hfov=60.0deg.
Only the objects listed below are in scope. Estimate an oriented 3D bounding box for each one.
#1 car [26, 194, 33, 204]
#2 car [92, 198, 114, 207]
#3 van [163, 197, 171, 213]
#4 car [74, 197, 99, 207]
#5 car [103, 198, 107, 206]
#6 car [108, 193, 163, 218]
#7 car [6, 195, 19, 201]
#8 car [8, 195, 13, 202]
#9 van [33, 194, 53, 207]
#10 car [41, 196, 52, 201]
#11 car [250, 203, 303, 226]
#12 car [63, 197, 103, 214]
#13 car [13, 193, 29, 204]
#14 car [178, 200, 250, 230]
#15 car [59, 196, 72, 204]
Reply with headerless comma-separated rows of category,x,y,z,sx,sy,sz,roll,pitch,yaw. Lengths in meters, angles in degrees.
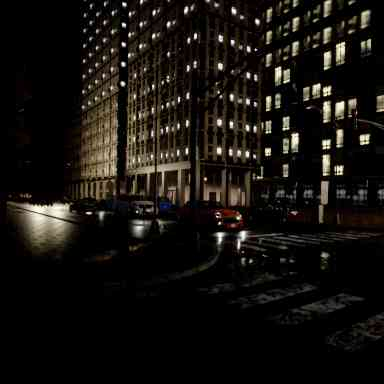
car,-23.917,1.433,51.346,1.802,1.307,4.206,1,-1,-35
car,-13.815,1.588,51.579,1.947,1.339,4.313,1,-1,-35
van,-4.016,1.383,37.754,1.690,1.788,3.998,1,-1,-35
car,-16.062,1.518,50.268,2.033,1.411,5.357,1,-1,-36
car,-12.069,1.426,39.125,1.837,1.490,4.892,1,-1,-35
car,-5.077,1.158,29.242,2.150,2.045,5.566,1,-1,-35
car,-40.241,1.378,74.393,2.008,1.369,4.403,1,-1,-35
car,-36.977,1.397,69.784,1.947,1.339,4.313,1,-1,-35
van,-20.648,1.198,46.739,1.690,1.788,3.998,1,-1,-35
car,-36.670,1.572,83.845,1.802,1.307,4.206,1,-1,-35
car,5.777,1.506,23.924,1.967,1.590,4.097,1,-1,-35
car,-10.857,1.428,32.909,2.008,1.369,4.403,1,-1,-35
car,-30.443,1.156,60.567,2.192,1.841,5.009,1,-1,-35
car,1.052,1.304,20.536,2.097,1.767,4.553,1,-1,-34
car,-22.193,1.465,58.921,1.837,1.490,4.892,1,-1,-35
